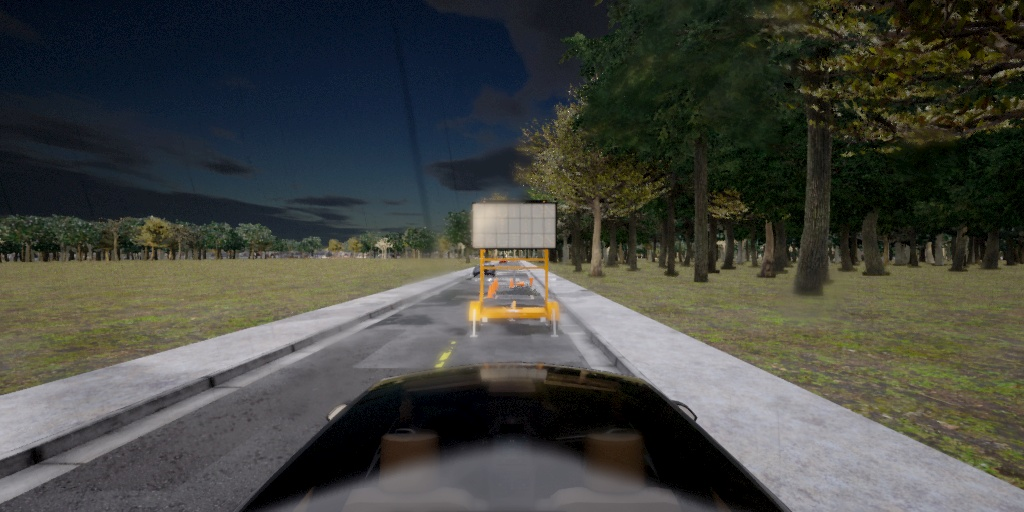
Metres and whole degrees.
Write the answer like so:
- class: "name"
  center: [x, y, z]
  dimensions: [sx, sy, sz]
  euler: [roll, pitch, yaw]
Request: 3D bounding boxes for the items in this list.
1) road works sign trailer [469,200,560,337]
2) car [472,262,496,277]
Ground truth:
- class: "road works sign trailer"
  center: [0.067, 0.214, 10.256]
  dimensions: [2.380, 3.560, 2.880]
  euler: [0, 0, 0]
- class: "car"
  center: [-2.618, 1.314, 34.444]
  dimensions: [1.994, 1.385, 4.181]
  euler: [0, 0, 0]
